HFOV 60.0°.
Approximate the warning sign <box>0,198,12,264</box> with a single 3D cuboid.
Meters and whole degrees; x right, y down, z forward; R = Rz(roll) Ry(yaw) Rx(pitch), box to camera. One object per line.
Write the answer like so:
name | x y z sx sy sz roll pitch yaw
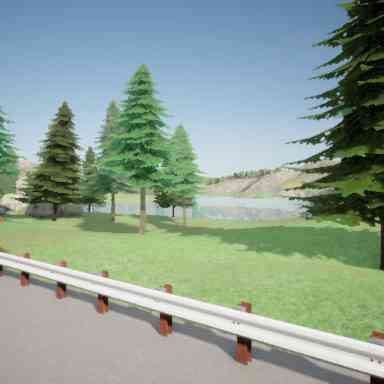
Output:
warning sign | -6.092 1.115 9.552 1.060 1.860 1.300 0 0 38
